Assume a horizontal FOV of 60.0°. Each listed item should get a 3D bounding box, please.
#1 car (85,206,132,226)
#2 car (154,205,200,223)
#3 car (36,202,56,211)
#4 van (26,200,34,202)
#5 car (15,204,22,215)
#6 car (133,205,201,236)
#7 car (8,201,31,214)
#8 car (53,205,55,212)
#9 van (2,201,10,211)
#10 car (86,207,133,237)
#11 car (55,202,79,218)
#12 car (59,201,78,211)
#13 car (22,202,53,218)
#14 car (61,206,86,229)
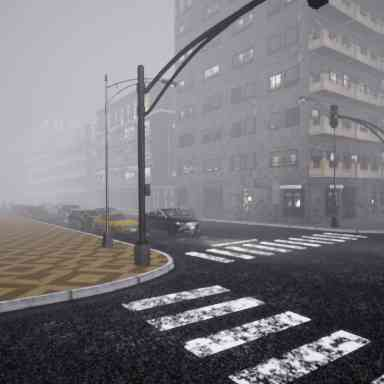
[{"bbox_3d":[-7.284,1.995,28.610,2.033,1.411,5.357,-1,-1,-37],"label":"car"},{"bbox_3d":[-1.452,1.916,30.434,2.008,1.369,4.403,-2,0,-36],"label":"car"},{"bbox_3d":[-26.440,2.520,60.116,2.128,1.511,4.902,-1,-1,-37],"label":"car"},{"bbox_3d":[-41.615,2.833,85.121,1.690,1.788,3.998,-2,0,-36],"label":"van"},{"bbox_3d":[-21.590,2.393,43.702,1.802,1.307,4.206,-2,0,-36],"label":"car"},{"bbox_3d":[-1.429,1.775,20.636,2.128,1.511,4.902,-1,-1,-36],"label":"car"},{"bbox_3d":[-24.937,2.450,48.259,1.887,1.381,4.507,-2,0,-36],"label":"car"},{"bbox_3d":[-20.507,2.426,52.029,1.994,1.385,4.181,-1,-1,-36],"label":"car"},{"bbox_3d":[-31.636,2.434,57.374,1.690,1.788,3.998,-2,0,-36],"label":"van"},{"bbox_3d":[-4.760,1.866,20.780,1.752,1.417,4.829,-2,0,-36],"label":"car"},{"bbox_3d":[-13.238,2.119,36.741,1.837,1.490,4.892,-1,-1,-36],"label":"car"},{"bbox_3d":[-21.534,2.367,57.778,1.967,1.590,4.097,-2,0,-36],"label":"car"},{"bbox_3d":[-18.245,2.262,39.145,1.887,1.381,4.507,-2,0,-36],"label":"car"},{"bbox_3d":[-8.205,2.002,25.473,1.947,1.339,4.313,-2,0,-36],"label":"car"}]
